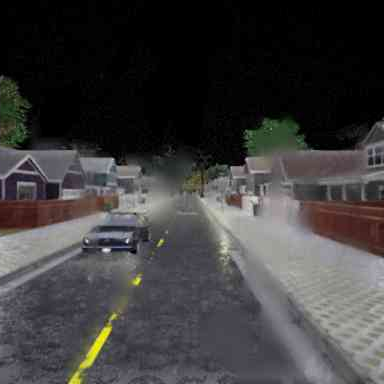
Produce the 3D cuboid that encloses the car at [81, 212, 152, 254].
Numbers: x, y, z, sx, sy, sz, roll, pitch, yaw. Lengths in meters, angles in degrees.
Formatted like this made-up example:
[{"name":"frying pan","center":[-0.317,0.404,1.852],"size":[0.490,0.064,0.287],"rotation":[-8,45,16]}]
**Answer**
[{"name":"car","center":[-2.792,1.519,13.571],"size":[2.033,1.411,5.357],"rotation":[0,0,1]}]
